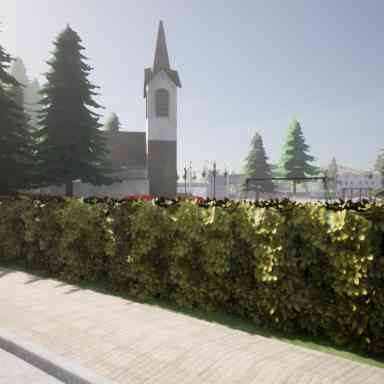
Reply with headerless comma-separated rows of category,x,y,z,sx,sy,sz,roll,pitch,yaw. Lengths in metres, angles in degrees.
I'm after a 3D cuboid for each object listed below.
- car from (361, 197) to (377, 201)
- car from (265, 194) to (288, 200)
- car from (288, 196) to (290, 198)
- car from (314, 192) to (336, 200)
car,36.234,1.384,69.208,3.806,1.475,1.970,0,0,35
car,19.241,1.340,77.370,4.514,1.523,2.007,0,0,35
car,20.987,1.330,79.977,5.027,1.636,2.152,0,0,35
car,34.048,1.320,85.328,3.633,1.501,1.845,0,0,35
